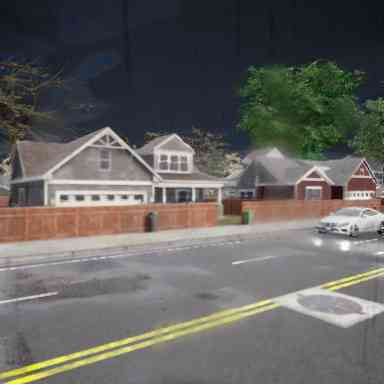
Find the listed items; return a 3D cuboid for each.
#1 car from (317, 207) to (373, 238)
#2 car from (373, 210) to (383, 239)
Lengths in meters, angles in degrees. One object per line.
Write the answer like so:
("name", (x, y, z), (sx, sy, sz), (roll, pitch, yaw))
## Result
("car", (8.638, 1.534, 17.753), (4.674, 1.442, 1.812), (0, 0, -35))
("car", (10.506, 1.513, 15.096), (4.892, 1.490, 1.837), (0, 0, -35))
